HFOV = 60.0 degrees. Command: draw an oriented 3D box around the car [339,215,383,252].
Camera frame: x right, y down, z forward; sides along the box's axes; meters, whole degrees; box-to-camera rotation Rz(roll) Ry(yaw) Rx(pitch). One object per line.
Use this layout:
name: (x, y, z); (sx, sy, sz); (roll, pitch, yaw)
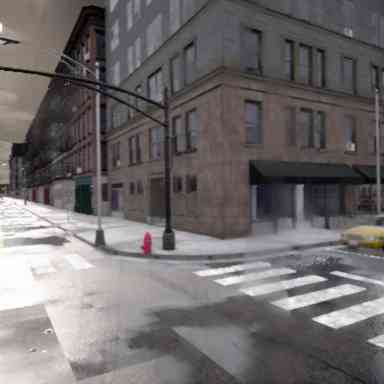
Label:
car: (7.733, 1.443, 12.885); (4.829, 1.417, 1.752); (-1, 0, -30)
